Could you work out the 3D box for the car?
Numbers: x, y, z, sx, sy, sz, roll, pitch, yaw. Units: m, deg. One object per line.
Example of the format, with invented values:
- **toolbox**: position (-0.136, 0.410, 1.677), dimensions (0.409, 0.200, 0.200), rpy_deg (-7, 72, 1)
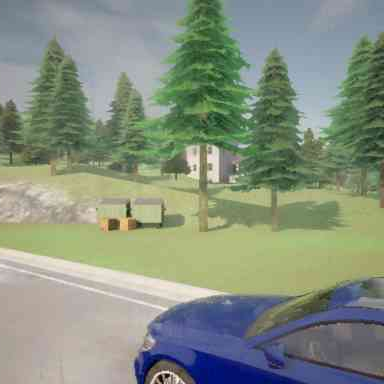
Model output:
- **car**: position (1.589, 1.526, 2.859), dimensions (4.674, 1.442, 1.812), rpy_deg (0, 0, 35)
